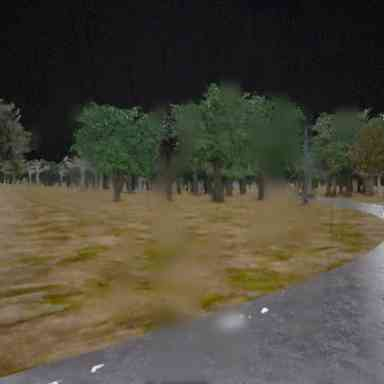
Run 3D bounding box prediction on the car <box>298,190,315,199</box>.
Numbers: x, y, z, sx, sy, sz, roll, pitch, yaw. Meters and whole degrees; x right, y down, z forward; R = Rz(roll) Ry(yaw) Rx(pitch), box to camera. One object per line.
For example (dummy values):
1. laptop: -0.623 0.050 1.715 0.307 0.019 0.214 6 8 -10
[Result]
1. car: 23.239 0.721 66.604 1.895 1.301 4.718 0 1 8
